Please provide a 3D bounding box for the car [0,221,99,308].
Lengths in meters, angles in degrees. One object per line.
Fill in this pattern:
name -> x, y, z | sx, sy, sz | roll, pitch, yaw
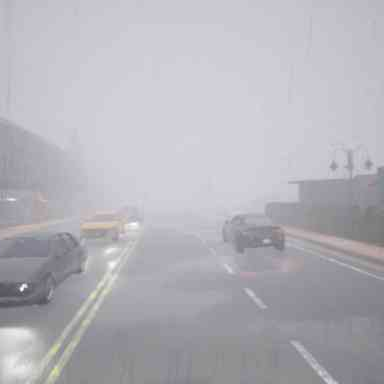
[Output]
car -> -4.169, 1.810, 8.904 | 2.033, 1.411, 5.357 | -2, -1, -5

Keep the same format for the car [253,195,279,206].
car -> 13.174, 1.421, 57.652 | 3.866, 1.878, 1.905 | -2, -1, -6

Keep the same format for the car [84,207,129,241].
car -> -5.045, 1.904, 19.350 | 1.882, 1.535, 5.008 | -2, 0, -5

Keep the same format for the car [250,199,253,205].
car -> 12.912, 1.464, 60.535 | 4.605, 1.855, 1.932 | -2, -1, -6

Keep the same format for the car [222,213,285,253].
car -> 2.484, 1.618, 14.175 | 1.812, 1.442, 4.674 | -2, -1, -4

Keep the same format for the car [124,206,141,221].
car -> -6.207, 2.141, 33.635 | 2.128, 1.511, 4.902 | -2, -1, -4
